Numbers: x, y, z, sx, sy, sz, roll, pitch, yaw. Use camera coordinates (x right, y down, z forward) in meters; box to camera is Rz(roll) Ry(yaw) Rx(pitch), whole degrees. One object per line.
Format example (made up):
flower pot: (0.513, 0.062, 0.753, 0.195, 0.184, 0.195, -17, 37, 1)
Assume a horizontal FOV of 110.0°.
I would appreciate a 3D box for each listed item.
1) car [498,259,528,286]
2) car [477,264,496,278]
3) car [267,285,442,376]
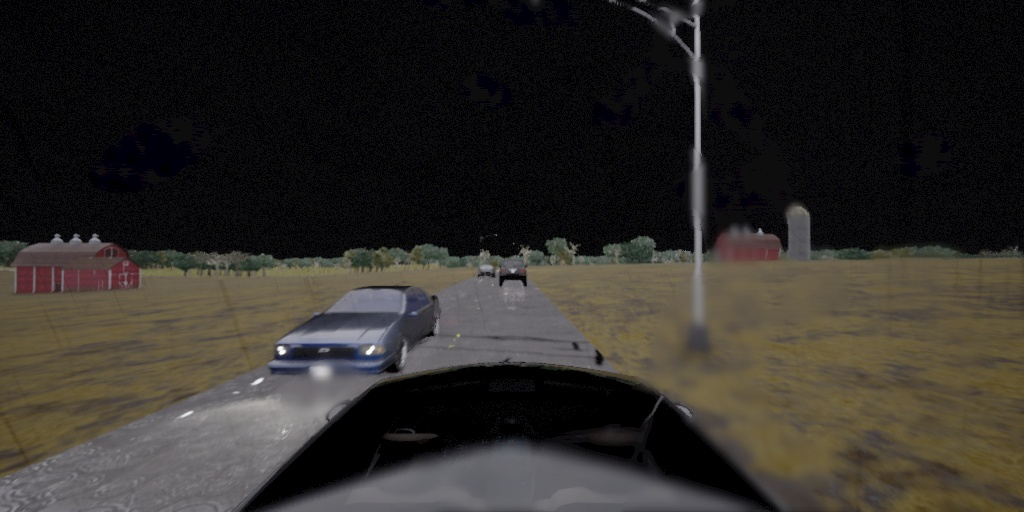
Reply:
car: (0.083, 1.272, 28.790, 2.150, 2.045, 5.566, 0, -1, 0)
car: (-2.859, 1.724, 41.215, 1.882, 1.535, 5.008, 0, -1, 0)
car: (-2.852, 1.365, 8.005, 2.033, 1.411, 5.357, 0, -1, 0)
